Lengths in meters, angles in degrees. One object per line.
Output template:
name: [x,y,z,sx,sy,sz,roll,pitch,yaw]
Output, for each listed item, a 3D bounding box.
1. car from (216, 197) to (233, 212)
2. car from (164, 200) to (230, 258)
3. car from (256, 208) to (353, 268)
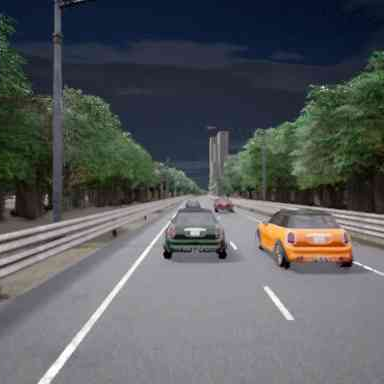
car: [3.620,1.456,39.591,2.097,1.767,4.553,0,0,0]
car: [0.104,1.381,13.027,2.097,1.767,4.553,0,0,0]
car: [3.601,1.378,11.518,2.097,1.767,4.553,0,0,0]
